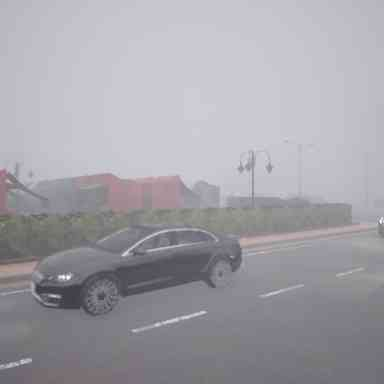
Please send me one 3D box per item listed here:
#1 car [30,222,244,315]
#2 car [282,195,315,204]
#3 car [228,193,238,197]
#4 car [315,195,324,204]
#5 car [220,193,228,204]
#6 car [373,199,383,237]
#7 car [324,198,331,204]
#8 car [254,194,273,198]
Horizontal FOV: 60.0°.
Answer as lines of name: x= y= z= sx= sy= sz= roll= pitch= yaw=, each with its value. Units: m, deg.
car: x=-0.979 y=1.492 z=7.628 sx=4.902 sy=1.511 sz=2.128 roll=0 pitch=0 yaw=-36
car: x=13.981 y=1.215 z=45.626 sx=1.932 sy=1.855 sz=4.605 roll=0 pitch=0 yaw=-36
car: x=8.525 y=1.219 z=81.928 sx=1.932 sy=1.855 sz=4.605 roll=0 pitch=0 yaw=-36
car: x=16.122 y=1.425 z=47.245 sx=1.784 sy=1.438 sz=3.905 roll=0 pitch=0 yaw=-36
car: x=6.153 y=1.222 z=80.269 sx=1.905 sy=1.878 sz=3.866 roll=0 pitch=0 yaw=-36
car: x=11.259 y=1.353 z=16.630 sx=4.553 sy=1.767 sz=2.097 roll=0 pitch=0 yaw=-36
car: x=18.463 y=1.457 z=48.948 sx=1.970 sy=1.475 sz=3.806 roll=0 pitch=0 yaw=-36
car: x=14.242 y=1.459 z=64.553 sx=1.970 sy=1.475 sz=3.806 roll=0 pitch=0 yaw=-36
